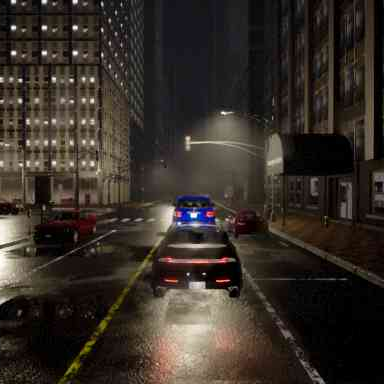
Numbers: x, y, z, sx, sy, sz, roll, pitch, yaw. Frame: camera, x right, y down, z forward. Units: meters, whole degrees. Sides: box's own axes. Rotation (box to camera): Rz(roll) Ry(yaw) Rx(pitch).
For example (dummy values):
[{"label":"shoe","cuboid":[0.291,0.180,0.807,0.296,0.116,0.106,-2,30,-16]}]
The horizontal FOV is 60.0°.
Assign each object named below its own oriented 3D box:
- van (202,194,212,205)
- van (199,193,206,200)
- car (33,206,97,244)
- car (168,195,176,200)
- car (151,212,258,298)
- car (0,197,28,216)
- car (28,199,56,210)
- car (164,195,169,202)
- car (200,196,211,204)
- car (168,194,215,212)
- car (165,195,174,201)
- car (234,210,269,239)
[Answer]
[{"label":"van","cuboid":[2.698,1.326,60.691,1.690,1.788,3.998,0,0,0]},{"label":"van","cuboid":[2.705,1.309,89.175,1.690,1.788,3.998,0,0,0]},{"label":"car","cuboid":[-5.822,1.542,15.724,1.887,1.381,4.507,0,0,0]},{"label":"car","cuboid":[-5.673,1.529,94.874,1.947,1.339,4.313,0,0,0]},{"label":"car","cuboid":[0.101,1.490,8.498,2.128,1.511,4.902,0,0,0]},{"label":"car","cuboid":[-18.602,1.306,31.066,5.009,1.841,2.192,0,0,1]},{"label":"car","cuboid":[-18.514,1.497,39.448,4.403,1.369,2.008,0,0,1]},{"label":"car","cuboid":[-5.677,1.521,77.784,1.887,1.381,4.507,0,0,0]},{"label":"car","cuboid":[2.700,1.533,66.388,2.008,1.369,4.403,0,0,0]},{"label":"car","cuboid":[0.093,1.218,18.417,2.150,2.045,5.566,0,0,0]},{"label":"car","cuboid":[-5.676,1.538,83.481,1.947,1.339,4.313,0,0,0]},{"label":"car","cuboid":[2.818,1.579,17.098,1.802,1.307,4.206,0,0,0]}]
